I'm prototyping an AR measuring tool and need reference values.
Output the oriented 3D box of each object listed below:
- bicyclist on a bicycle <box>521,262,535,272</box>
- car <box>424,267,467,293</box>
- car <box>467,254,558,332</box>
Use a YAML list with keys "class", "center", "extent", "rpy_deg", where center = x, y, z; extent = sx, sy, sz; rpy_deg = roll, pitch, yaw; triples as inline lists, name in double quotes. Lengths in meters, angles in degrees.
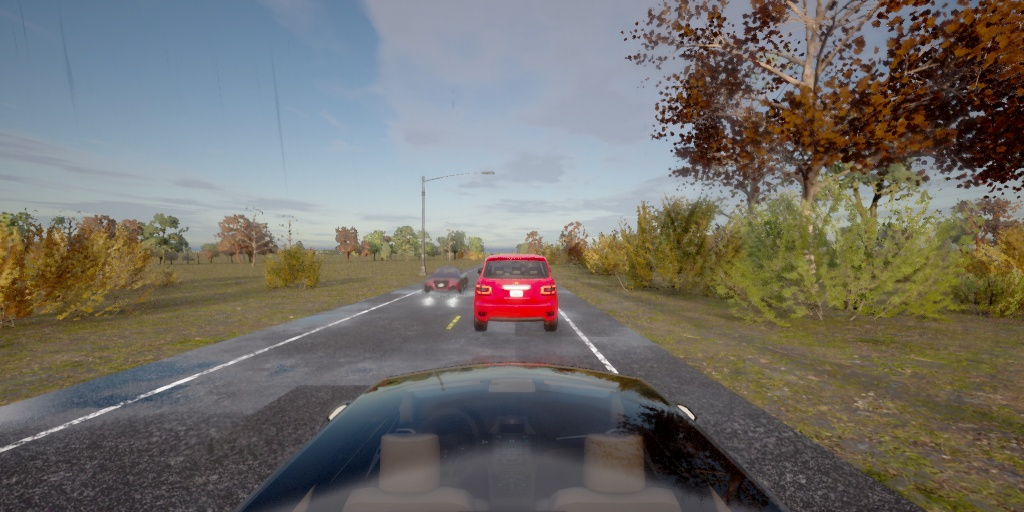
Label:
- class: "bicyclist on a bicycle"
  center: [0.945, 1.114, 18.745]
  extent: [0.659, 1.776, 1.843]
  rpy_deg: [0, 0, 0]
- class: "car"
  center: [-3.627, 1.307, 20.346]
  extent: [1.994, 1.385, 4.181]
  rpy_deg: [0, 0, 0]
- class: "car"
  center: [0.093, 0.968, 11.039]
  extent: [2.150, 2.045, 5.566]
  rpy_deg: [0, 0, 0]
